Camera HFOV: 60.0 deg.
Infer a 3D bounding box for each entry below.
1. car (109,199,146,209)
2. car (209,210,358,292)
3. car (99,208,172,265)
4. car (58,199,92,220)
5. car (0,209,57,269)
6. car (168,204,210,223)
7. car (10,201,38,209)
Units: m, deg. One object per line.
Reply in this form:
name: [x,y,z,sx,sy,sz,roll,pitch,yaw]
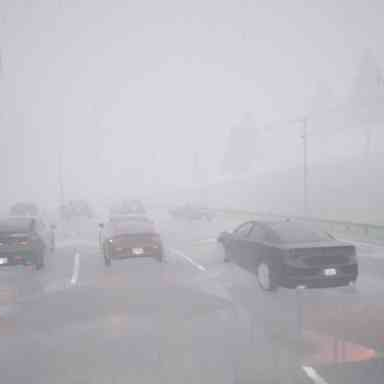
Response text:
car: [-5.377,1.337,27.399,2.097,1.767,4.553,-1,0,-28]
car: [2.169,1.435,9.006,1.882,1.535,5.008,0,0,-13]
car: [-2.229,1.518,11.684,1.812,1.442,4.674,0,0,-17]
car: [-10.089,1.379,28.501,2.097,1.767,4.553,-1,0,-31]
car: [-5.650,1.532,10.881,1.837,1.490,4.892,0,0,-18]
car: [-0.158,1.541,25.068,1.895,1.301,4.718,-1,0,-26]
car: [-15.008,1.575,29.797,1.837,1.490,4.892,0,0,-34]
